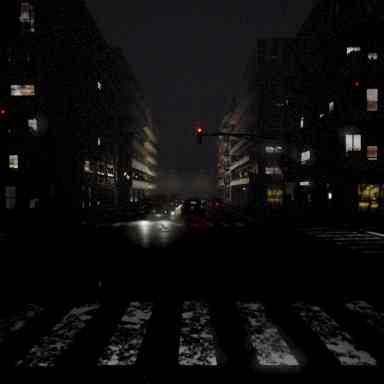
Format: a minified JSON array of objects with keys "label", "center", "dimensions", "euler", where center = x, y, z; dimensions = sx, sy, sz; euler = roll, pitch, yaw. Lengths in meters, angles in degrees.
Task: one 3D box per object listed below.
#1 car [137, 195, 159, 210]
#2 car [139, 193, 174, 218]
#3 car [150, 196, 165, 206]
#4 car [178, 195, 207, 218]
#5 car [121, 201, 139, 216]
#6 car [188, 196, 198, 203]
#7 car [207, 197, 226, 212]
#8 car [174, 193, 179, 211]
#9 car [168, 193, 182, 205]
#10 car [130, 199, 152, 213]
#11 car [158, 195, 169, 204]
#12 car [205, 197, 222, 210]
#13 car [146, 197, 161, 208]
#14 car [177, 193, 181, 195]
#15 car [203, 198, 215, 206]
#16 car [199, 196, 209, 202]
[{"label":"car","center":[-5.648,1.326,43.556],"dimensions":[2.192,1.841,5.009],"euler":[0,0,0]},{"label":"car","center":[-3.089,1.227,30.163],"dimensions":[2.150,2.045,5.566],"euler":[0,0,1]},{"label":"car","center":[-5.637,1.457,54.921],"dimensions":[1.967,1.590,4.097],"euler":[0,0,0]},{"label":"car","center":[0.079,1.357,30.255],"dimensions":[2.097,1.767,4.553],"euler":[0,0,1]},{"label":"car","center":[-5.659,1.572,32.190],"dimensions":[1.947,1.339,4.313],"euler":[0,0,0]},{"label":"car","center":[0.168,1.574,69.567],"dimensions":[2.033,1.411,5.357],"euler":[0,0,0]},{"label":"car","center":[2.727,1.448,37.867],"dimensions":[1.967,1.590,4.097],"euler":[0,0,0]},{"label":"car","center":[-3.057,1.361,40.075],"dimensions":[2.097,1.767,4.553],"euler":[0,0,0]},{"label":"car","center":[-2.983,1.242,60.533],"dimensions":[2.150,2.045,5.566],"euler":[0,0,1]},{"label":"car","center":[-5.654,1.533,37.703],"dimensions":[1.752,1.417,4.829],"euler":[0,0,0]},{"label":"car","center":[-5.626,1.464,66.286],"dimensions":[1.967,1.590,4.097],"euler":[0,0,0]},{"label":"car","center":[2.732,1.451,43.549],"dimensions":[1.967,1.590,4.097],"euler":[0,0,0]},{"label":"car","center":[-5.643,1.539,49.068],"dimensions":[1.752,1.417,4.829],"euler":[0,0,0]},{"label":"car","center":[-3.040,1.366,49.974],"dimensions":[2.097,1.767,4.553],"euler":[0,0,0]},{"label":"car","center":[2.744,1.598,54.914],"dimensions":[1.802,1.307,4.206],"euler":[0,0,0]},{"label":"car","center":[2.765,1.584,77.644],"dimensions":[2.008,1.369,4.403],"euler":[0,0,0]}]
